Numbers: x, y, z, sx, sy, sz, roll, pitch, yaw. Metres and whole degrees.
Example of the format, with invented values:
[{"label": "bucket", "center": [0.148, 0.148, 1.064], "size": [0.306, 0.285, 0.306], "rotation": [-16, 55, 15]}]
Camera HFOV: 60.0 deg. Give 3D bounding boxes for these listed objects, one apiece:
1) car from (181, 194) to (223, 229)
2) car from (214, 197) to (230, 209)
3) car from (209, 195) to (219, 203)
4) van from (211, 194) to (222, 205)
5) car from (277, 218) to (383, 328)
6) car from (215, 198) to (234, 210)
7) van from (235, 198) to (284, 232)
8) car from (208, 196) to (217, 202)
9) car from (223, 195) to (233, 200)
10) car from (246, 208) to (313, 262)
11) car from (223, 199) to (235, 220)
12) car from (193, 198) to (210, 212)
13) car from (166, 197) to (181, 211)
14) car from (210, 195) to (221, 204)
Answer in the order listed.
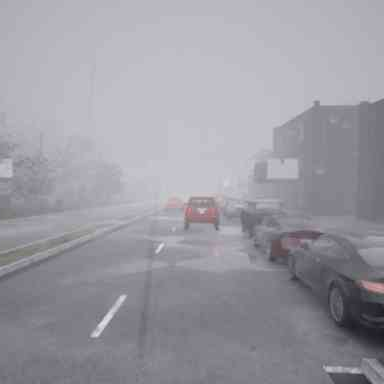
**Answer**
[{"label": "car", "center": [0.655, 1.292, 22.428], "size": [2.150, 2.045, 5.566], "rotation": [0, 0, 2]}, {"label": "car", "center": [4.543, 1.652, 51.147], "size": [2.097, 1.535, 5.008], "rotation": [0, 0, 2]}, {"label": "car", "center": [5.275, 1.611, 78.737], "size": [2.185, 1.767, 4.553], "rotation": [0, 0, 2]}, {"label": "van", "center": [4.986, 1.477, 67.839], "size": [1.878, 1.987, 4.442], "rotation": [0, 0, 2]}, {"label": "car", "center": [3.387, 1.558, 6.900], "size": [2.002, 1.452, 4.674], "rotation": [2, 0, 1]}, {"label": "car", "center": [4.397, 1.636, 45.623], "size": [2.231, 1.521, 4.892], "rotation": [0, 0, 2]}, {"label": "van", "center": [3.664, 1.326, 18.005], "size": [1.878, 1.987, 4.442], "rotation": [0, 0, 2]}, {"label": "car", "center": [5.564, 1.771, 89.683], "size": [2.231, 1.521, 4.892], "rotation": [0, 0, 2]}, {"label": "car", "center": [4.102, 1.476, 34.552], "size": [2.185, 1.767, 4.553], "rotation": [0, 0, 2]}, {"label": "car", "center": [3.516, 1.564, 12.395], "size": [2.163, 1.488, 4.792], "rotation": [0, 0, 2]}, {"label": "car", "center": [3.953, 1.625, 28.932], "size": [2.002, 1.452, 4.674], "rotation": [0, 0, 2]}, {"label": "car", "center": [1.148, 1.605, 40.974], "size": [1.882, 1.535, 5.008], "rotation": [0, 0, 2]}, {"label": "car", "center": [-2.082, 1.468, 42.360], "size": [2.097, 1.767, 4.553], "rotation": [0, 0, 2]}, {"label": "car", "center": [5.129, 1.594, 73.215], "size": [2.185, 1.767, 4.553], "rotation": [0, 0, 2]}]
